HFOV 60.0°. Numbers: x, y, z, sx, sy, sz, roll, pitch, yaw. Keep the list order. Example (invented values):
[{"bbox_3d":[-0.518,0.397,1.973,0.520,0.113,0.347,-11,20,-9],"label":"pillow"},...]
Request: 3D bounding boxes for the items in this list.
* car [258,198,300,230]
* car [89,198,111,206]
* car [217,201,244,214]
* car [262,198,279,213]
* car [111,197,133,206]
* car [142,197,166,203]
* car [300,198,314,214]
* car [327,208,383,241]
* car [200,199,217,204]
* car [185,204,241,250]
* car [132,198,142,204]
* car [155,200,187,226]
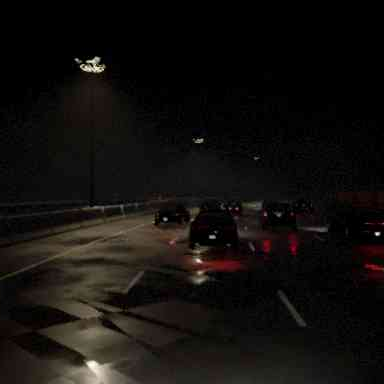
[{"bbox_3d":[5.498,1.406,21.890,2.097,1.767,4.553,0,0,9],"label":"car"},{"bbox_3d":[-15.032,1.629,55.859,2.033,1.411,5.357,0,0,19],"label":"car"},{"bbox_3d":[4.157,1.620,33.453,2.033,1.411,5.357,0,0,13],"label":"car"},{"bbox_3d":[9.357,1.571,39.396,1.882,1.535,5.008,0,0,15],"label":"car"},{"bbox_3d":[-11.077,1.567,56.437,1.882,1.535,5.008,0,0,20],"label":"car"},{"bbox_3d":[-5.417,1.568,51.422,1.882,1.535,5.008,0,0,19],"label":"car"},{"bbox_3d":[12.459,1.447,37.456,2.097,1.767,4.553,0,0,15],"label":"car"},{"bbox_3d":[8.293,1.553,16.787,1.837,1.490,4.892,0,0,7],"label":"car"},{"bbox_3d":[2.229,1.559,39.845,1.882,1.535,5.008,0,0,15],"label":"car"},{"bbox_3d":[1.009,1.508,14.678,1.882,1.535,5.008,0,0,6],"label":"car"},{"bbox_3d":[-7.654,1.658,55.609,1.994,1.385,4.181,0,0,20],"label":"car"},{"bbox_3d":[-1.333,1.569,23.533,1.812,1.442,4.674,0,0,9],"label":"car"}]
